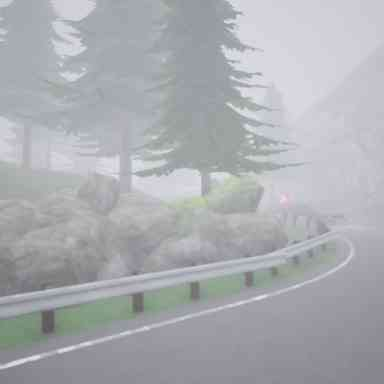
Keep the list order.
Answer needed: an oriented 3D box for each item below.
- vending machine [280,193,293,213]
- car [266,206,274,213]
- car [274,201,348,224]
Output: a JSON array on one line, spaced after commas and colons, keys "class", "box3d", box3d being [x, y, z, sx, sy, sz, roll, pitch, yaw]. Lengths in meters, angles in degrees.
[{"class": "vending machine", "box3d": [10.106, 1.154, 35.440, 1.100, 2.100, 0.880, 0, 0, -38]}, {"class": "car", "box3d": [9.377, 1.510, 30.757, 2.033, 1.411, 5.357, 0, 0, -35]}, {"class": "car", "box3d": [8.587, 1.517, 24.112, 2.033, 1.411, 5.357, 0, 0, -21]}]
